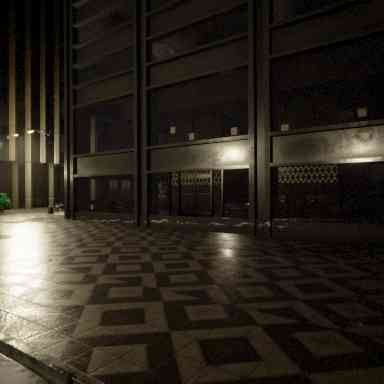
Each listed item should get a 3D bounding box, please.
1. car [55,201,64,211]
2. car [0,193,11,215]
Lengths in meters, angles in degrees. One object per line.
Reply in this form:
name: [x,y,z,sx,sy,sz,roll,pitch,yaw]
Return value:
car: [-13.404,1.326,38.607,1.882,1.535,5.008,0,0,35]
car: [-19.424,1.113,30.076,2.150,2.045,5.566,0,0,37]
